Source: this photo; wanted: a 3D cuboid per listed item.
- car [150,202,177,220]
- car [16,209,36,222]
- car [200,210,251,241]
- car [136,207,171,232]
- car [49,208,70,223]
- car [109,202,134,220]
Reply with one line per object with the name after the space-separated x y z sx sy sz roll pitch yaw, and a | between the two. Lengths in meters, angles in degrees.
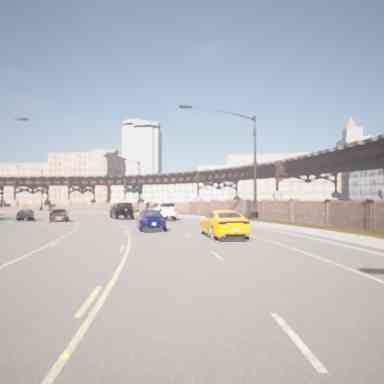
-3.394 2.132 37.386 2.150 2.045 5.566 0 -2 -20 | car
-19.290 2.692 38.795 2.033 1.411 5.357 0 -2 -25 | car
1.702 1.752 18.559 1.882 1.535 5.008 0 -2 -10 | car
-2.964 1.995 23.852 1.812 1.442 4.674 0 -2 -13 | car
-14.091 2.491 35.374 1.812 1.442 4.674 0 -2 -22 | car
-8.815 2.322 41.477 2.150 2.045 5.566 0 -2 -24 | car
